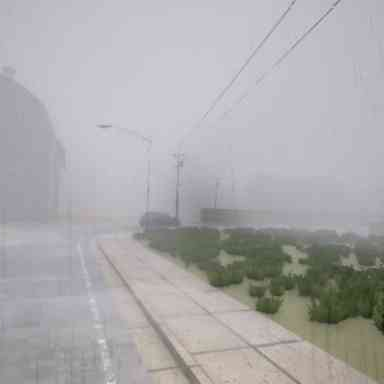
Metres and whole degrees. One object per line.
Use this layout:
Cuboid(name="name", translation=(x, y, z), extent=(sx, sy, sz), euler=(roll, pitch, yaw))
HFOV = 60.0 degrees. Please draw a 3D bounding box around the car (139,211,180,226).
Cuboid(name="car", translation=(-3.359, 2.919, 35.952), extent=(4.553, 1.767, 2.097), euler=(4, -3, -43))
